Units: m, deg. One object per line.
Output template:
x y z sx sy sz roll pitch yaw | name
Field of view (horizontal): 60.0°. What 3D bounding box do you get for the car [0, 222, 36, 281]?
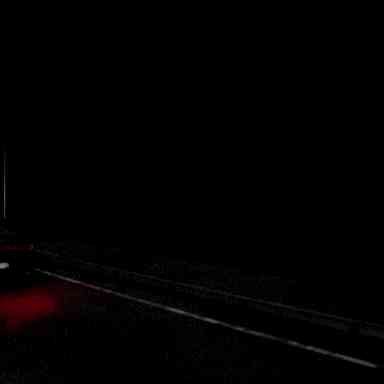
-6.095 1.485 8.974 5.008 1.535 1.882 0 0 40 | car
